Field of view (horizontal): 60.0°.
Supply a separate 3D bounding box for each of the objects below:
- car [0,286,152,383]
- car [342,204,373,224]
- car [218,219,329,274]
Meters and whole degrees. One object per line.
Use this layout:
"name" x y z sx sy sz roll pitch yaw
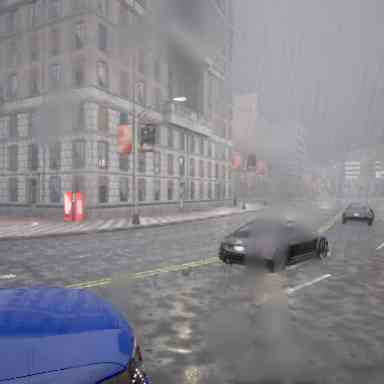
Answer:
"car" -2.849 1.220 1.472 5.566 2.045 2.150 0 0 -33
"car" 12.485 1.553 25.001 1.994 1.385 4.181 0 0 29
"car" 2.735 1.558 10.746 1.994 1.385 4.181 0 0 45
